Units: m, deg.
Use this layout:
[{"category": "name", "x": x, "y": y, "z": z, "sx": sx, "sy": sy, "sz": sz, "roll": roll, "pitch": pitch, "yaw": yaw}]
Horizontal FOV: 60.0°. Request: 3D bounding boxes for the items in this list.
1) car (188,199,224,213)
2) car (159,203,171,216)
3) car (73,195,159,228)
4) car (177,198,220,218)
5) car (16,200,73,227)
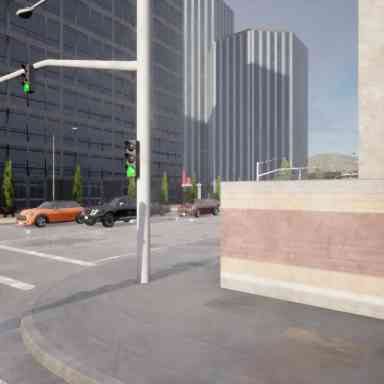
[{"category": "car", "x": 1.750, "y": 1.560, "z": 39.094, "sx": 1.837, "sy": 1.490, "sz": 4.892, "roll": 0, "pitch": 0, "yaw": 36}, {"category": "car", "x": -4.175, "y": 1.603, "z": 30.864, "sx": 2.033, "sy": 1.411, "sz": 5.357, "roll": 0, "pitch": 0, "yaw": 36}, {"category": "car", "x": -5.145, "y": 1.277, "z": 23.516, "sx": 2.150, "sy": 2.045, "sz": 5.566, "roll": 0, "pitch": 0, "yaw": 36}, {"category": "car", "x": 0.584, "y": 1.407, "z": 31.485, "sx": 2.097, "sy": 1.767, "sz": 4.553, "roll": 0, "pitch": 0, "yaw": 36}, {"category": "car", "x": -9.701, "y": 1.407, "z": 23.169, "sx": 2.097, "sy": 1.767, "sz": 4.553, "roll": 0, "pitch": 0, "yaw": 36}]
